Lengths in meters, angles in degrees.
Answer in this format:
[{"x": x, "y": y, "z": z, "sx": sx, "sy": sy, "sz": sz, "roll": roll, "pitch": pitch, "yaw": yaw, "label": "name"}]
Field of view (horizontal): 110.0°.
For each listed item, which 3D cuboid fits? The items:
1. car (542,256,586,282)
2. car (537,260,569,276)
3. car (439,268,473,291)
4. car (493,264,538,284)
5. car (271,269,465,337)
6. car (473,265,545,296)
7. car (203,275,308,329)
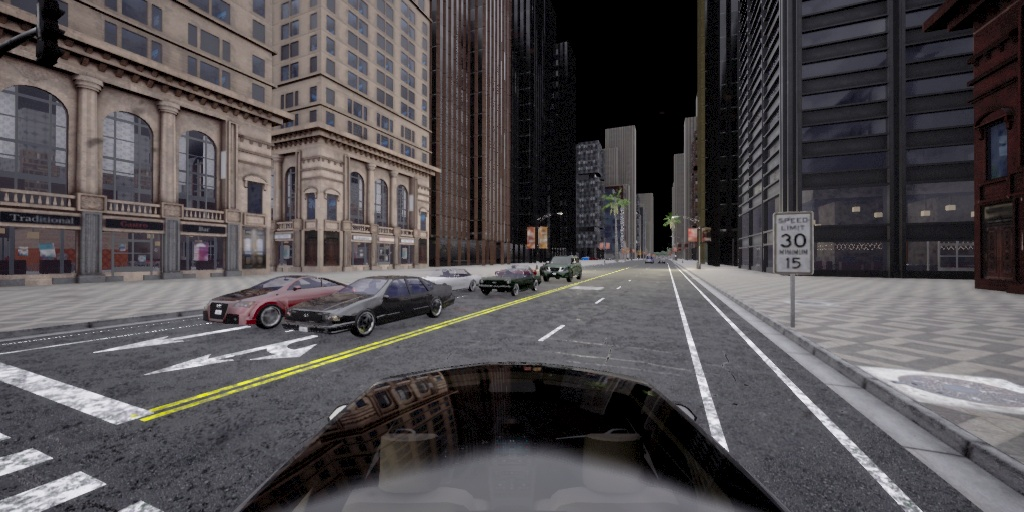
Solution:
[{"x": 4.237, "y": 0.986, "z": 29.363, "sx": 2.150, "sy": 2.045, "sz": 5.566, "roll": 0, "pitch": 0, "yaw": 23, "label": "car"}, {"x": 4.420, "y": 1.250, "z": 37.941, "sx": 1.882, "sy": 1.535, "sz": 5.008, "roll": 0, "pitch": 0, "yaw": 24, "label": "car"}, {"x": -3.574, "y": 1.357, "z": 19.425, "sx": 1.895, "sy": 1.301, "sz": 4.718, "roll": 0, "pitch": 0, "yaw": 23, "label": "car"}, {"x": 0.359, "y": 1.364, "z": 28.577, "sx": 1.895, "sy": 1.301, "sz": 4.718, "roll": 0, "pitch": 0, "yaw": 23, "label": "car"}, {"x": -3.771, "y": 1.299, "z": 10.725, "sx": 2.033, "sy": 1.411, "sz": 5.357, "roll": 0, "pitch": 0, "yaw": 23, "label": "car"}, {"x": 0.012, "y": 1.357, "z": 19.536, "sx": 1.895, "sy": 1.301, "sz": 4.718, "roll": 0, "pitch": 0, "yaw": 23, "label": "car"}, {"x": -7.026, "y": 1.316, "z": 11.372, "sx": 1.994, "sy": 1.385, "sz": 4.181, "roll": 0, "pitch": 0, "yaw": 23, "label": "car"}]
